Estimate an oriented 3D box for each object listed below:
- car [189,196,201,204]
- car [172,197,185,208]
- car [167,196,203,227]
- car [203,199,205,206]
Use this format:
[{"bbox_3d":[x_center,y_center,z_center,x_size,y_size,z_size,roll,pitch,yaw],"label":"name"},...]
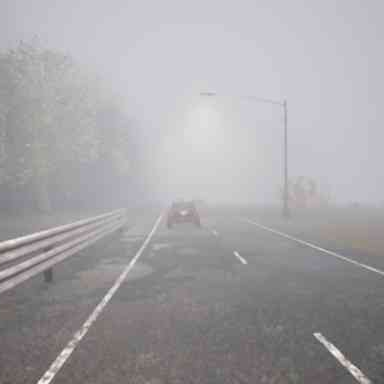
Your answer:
[{"bbox_3d":[0.484,1.516,67.023,2.128,1.511,4.902,0,0,-3],"label":"car"},{"bbox_3d":[-2.033,1.560,50.140,1.837,1.490,4.892,0,-2,-3],"label":"car"},{"bbox_3d":[-0.623,1.384,23.003,2.097,1.767,4.553,0,0,-3],"label":"car"},{"bbox_3d":[1.032,1.534,56.615,1.882,1.535,5.008,0,0,-3],"label":"car"}]
